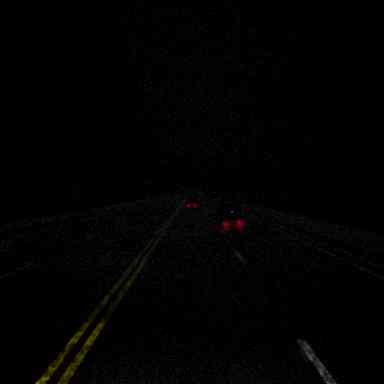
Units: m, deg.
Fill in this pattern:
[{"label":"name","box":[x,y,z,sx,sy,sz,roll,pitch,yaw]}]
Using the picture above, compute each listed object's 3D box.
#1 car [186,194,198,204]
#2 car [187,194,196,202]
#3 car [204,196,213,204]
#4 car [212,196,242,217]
[{"label":"car","box":[0.037,1.254,56.633,2.128,1.511,4.902,0,0,0]},{"label":"car","box":[-0.080,1.258,71.608,1.837,1.490,4.892,0,0,0]},{"label":"car","box":[3.186,1.366,58.487,2.033,1.411,5.357,0,0,0]},{"label":"car","box":[3.222,1.377,29.084,2.128,1.511,4.902,0,0,0]}]
